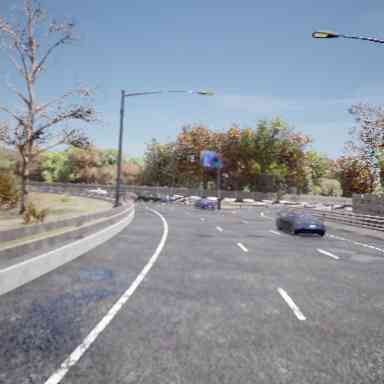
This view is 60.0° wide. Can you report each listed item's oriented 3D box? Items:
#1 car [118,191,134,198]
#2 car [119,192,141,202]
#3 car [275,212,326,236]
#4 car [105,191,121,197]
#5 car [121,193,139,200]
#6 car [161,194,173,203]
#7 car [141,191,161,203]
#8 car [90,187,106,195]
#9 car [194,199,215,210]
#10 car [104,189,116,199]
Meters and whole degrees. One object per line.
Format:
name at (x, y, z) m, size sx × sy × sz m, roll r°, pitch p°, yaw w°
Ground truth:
car at (-16.226, 0.607, 81.673) m, size 1.812 × 1.442 × 4.674 m, roll 3°, pitch 0°, yaw -40°
car at (-11.487, 1.015, 61.282) m, size 1.812 × 1.442 × 4.674 m, roll 3°, pitch 0°, yaw -28°
car at (6.995, 2.006, 21.812) m, size 1.994 × 1.385 × 4.181 m, roll 3°, pitch 0°, yaw -5°
car at (-18.999, 0.476, 79.541) m, size 1.994 × 1.385 × 4.181 m, roll 3°, pitch 0°, yaw -40°
car at (-13.306, 1.005, 71.396) m, size 1.895 × 1.301 × 4.718 m, roll 3°, pitch 0°, yaw -35°
car at (-5.499, 1.184, 64.924) m, size 2.097 × 1.767 × 4.553 m, roll 3°, pitch 0°, yaw -28°
car at (-8.567, 0.878, 63.291) m, size 2.150 × 2.045 × 5.566 m, roll 3°, pitch 0°, yaw -28°
car at (-21.771, -0.011, 77.432) m, size 2.150 × 2.045 × 5.566 m, roll 3°, pitch 0°, yaw -40°
car at (1.762, 1.737, 47.368) m, size 1.812 × 1.442 × 4.674 m, roll 3°, pitch 0°, yaw -18°
car at (-16.014, 0.731, 69.132) m, size 1.882 × 1.535 × 5.008 m, roll 3°, pitch 0°, yaw -35°
